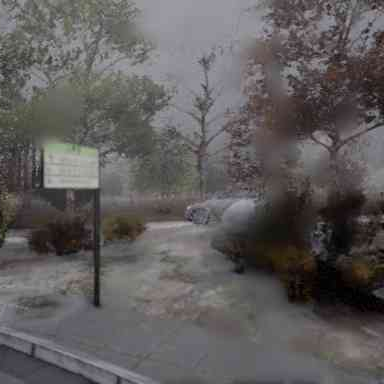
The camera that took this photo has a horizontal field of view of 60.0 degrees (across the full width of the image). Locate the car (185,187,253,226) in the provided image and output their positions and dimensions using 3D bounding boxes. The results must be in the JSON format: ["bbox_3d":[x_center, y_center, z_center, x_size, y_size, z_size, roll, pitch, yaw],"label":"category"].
[{"bbox_3d":[1.816,0.528,13.165,4.181,1.385,1.994,-4,-2,23],"label":"car"}]
